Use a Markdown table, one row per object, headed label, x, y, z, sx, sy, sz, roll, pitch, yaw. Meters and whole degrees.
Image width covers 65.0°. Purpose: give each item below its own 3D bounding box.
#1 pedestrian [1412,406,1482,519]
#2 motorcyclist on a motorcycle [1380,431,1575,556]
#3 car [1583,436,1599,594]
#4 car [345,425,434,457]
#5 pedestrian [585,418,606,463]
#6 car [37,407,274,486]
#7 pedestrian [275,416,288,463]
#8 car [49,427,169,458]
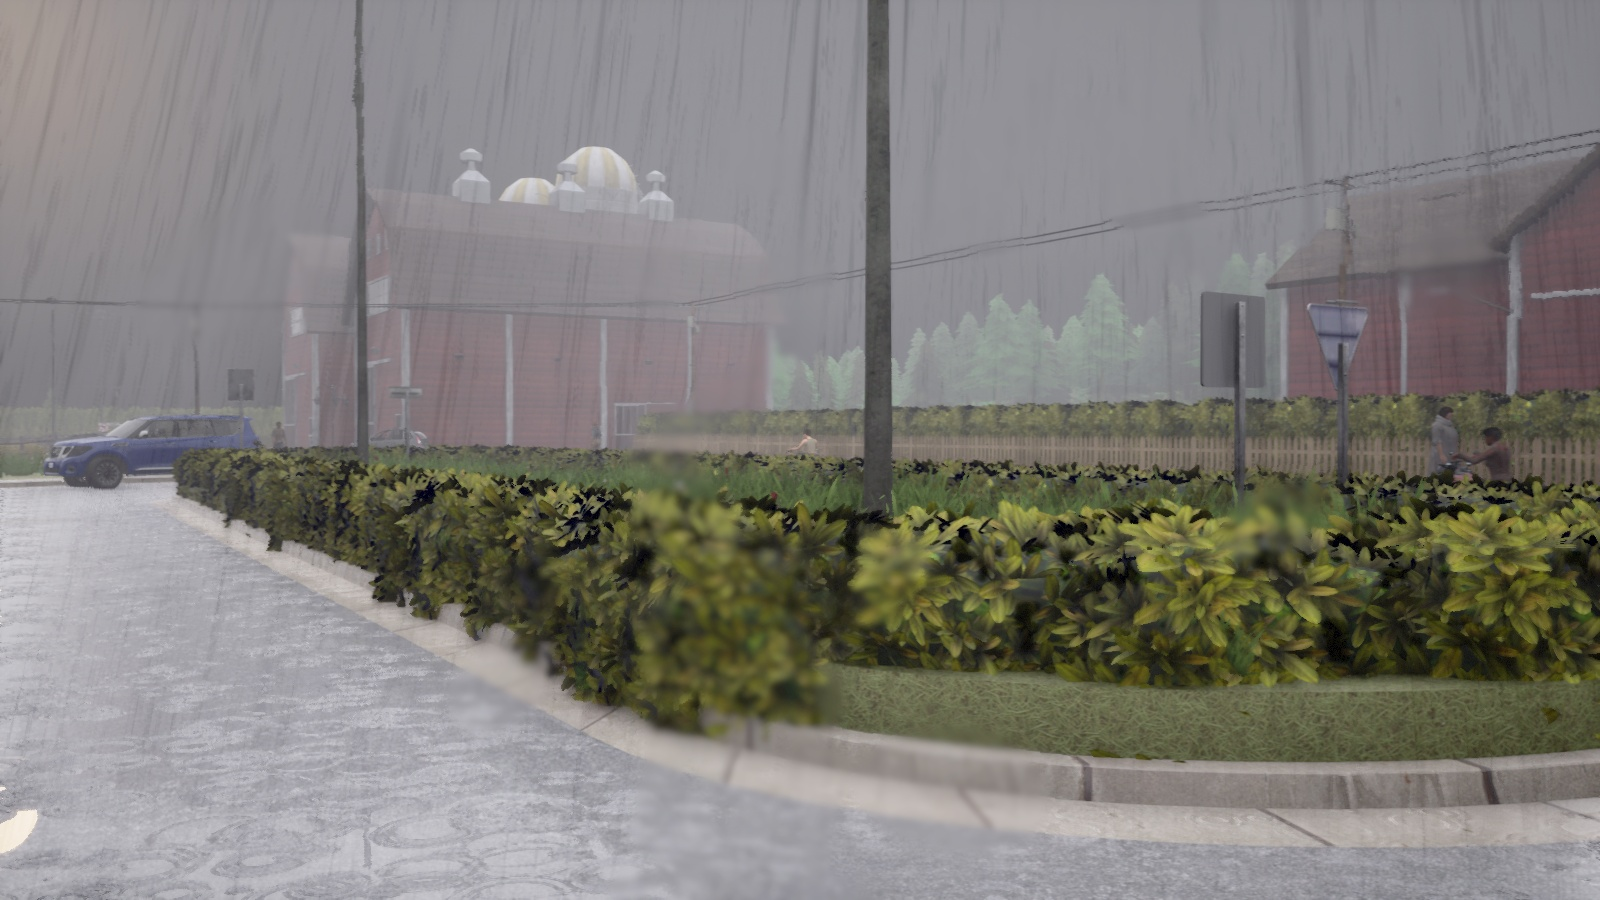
| label | x | y | z | sx | sy | sz | roll | pitch | yaw |
| --- | --- | --- | --- | --- | --- | --- | --- | --- | --- |
| pedestrian | 11.448 | 0.203 | 22.229 | 0.659 | 1.952 | 0.873 | 0 | 1 | -33 |
| motorcyclist on a motorcycle | 9.533 | 0.556 | 17.786 | 0.766 | 1.649 | 2.350 | 0 | 1 | -32 |
| car | 9.697 | 0.661 | 10.873 | 2.007 | 1.525 | 4.514 | 0 | 1 | -32 |
| car | -21.112 | -0.484 | 64.674 | 3.988 | 1.617 | 1.851 | 0 | 1 | 2 |
| pedestrian | -8.599 | -0.402 | 52.913 | 0.694 | 1.848 | 0.540 | 1 | 1 | 39 |
| car | -18.107 | -0.124 | 35.552 | 2.150 | 2.045 | 5.566 | 1 | 1 | 42 |
| pedestrian | -19.904 | -0.397 | 48.183 | 0.328 | 1.805 | 0.869 | 0 | 1 | -32 |
| car | -33.909 | -0.370 | 61.774 | 4.792 | 1.488 | 2.163 | 0 | 1 | -15 |
